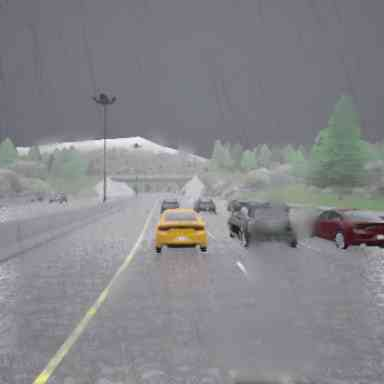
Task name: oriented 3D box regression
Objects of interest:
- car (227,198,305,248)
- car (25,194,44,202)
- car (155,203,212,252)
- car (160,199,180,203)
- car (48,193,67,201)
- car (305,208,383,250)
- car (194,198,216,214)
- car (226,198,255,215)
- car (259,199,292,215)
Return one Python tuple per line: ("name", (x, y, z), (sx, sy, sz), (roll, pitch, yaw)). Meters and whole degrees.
("car", (2.925, 1.309, 14.671), (2.097, 1.767, 4.553), (0, 0, -4))
("car", (-25.167, 1.036, 53.416), (1.837, 1.490, 4.892), (0, 0, -5))
("car", (-0.519, 1.444, 13.909), (1.882, 1.535, 5.008), (0, 0, -4))
("car", (-2.245, 1.411, 34.198), (2.128, 1.511, 4.902), (0, 0, -5))
("car", (-21.684, 0.922, 53.761), (2.097, 1.767, 4.553), (0, 0, -5))
("car", (6.475, 1.429, 14.181), (1.882, 1.535, 5.008), (0, 0, -4))
("car", (1.280, 1.404, 34.085), (2.128, 1.511, 4.902), (0, 0, -5))
("car", (4.811, 1.411, 33.887), (1.837, 1.490, 4.892), (0, 0, -5))
("car", (8.340, 1.463, 33.717), (1.994, 1.385, 4.181), (0, 0, -5))
